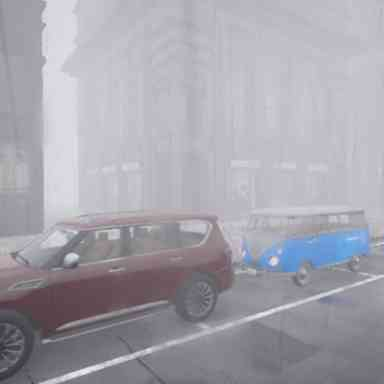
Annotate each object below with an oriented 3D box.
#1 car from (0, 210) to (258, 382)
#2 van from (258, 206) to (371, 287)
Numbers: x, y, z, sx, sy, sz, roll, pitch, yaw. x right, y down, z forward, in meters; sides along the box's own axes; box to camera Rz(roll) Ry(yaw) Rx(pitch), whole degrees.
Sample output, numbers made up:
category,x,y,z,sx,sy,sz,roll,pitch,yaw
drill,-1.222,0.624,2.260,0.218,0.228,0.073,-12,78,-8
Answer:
category,x,y,z,sx,sy,sz,roll,pitch,yaw
car,-1.511,1.300,5.573,5.009,1.841,2.192,-1,0,-35
van,3.078,1.281,8.846,3.998,1.788,1.690,-1,0,-35
